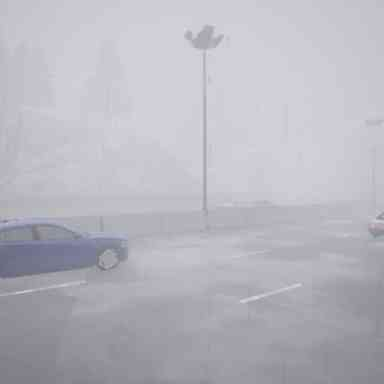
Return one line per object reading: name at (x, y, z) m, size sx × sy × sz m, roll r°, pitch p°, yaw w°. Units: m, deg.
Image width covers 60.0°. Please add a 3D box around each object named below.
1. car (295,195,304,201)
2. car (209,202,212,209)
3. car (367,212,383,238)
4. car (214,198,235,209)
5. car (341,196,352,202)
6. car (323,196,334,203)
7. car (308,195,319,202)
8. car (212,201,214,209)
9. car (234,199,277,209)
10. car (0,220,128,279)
car at (26.198, 1.484, 81.079) m, size 2.128 × 1.511 × 4.902 m, roll 0°, pitch 0°, yaw 24°
car at (4.278, 1.566, 46.042) m, size 1.837 × 1.490 × 4.892 m, roll 0°, pitch 0°, yaw 41°
car at (10.542, 1.592, 16.605) m, size 4.718 × 1.301 × 1.895 m, roll 0°, pitch 0°, yaw -43°
car at (5.033, 1.519, 36.486) m, size 1.882 × 1.535 × 5.008 m, roll 0°, pitch 0°, yaw 43°
car at (31.213, 1.520, 67.018) m, size 1.812 × 1.442 × 4.674 m, roll 0°, pitch 0°, yaw 28°
car at (28.713, 1.519, 69.814) m, size 2.128 × 1.511 × 4.902 m, roll 0°, pitch 0°, yaw 28°
car at (27.497, 1.490, 75.347) m, size 1.882 × 1.535 × 5.008 m, roll 0°, pitch 0°, yaw 26°
car at (5.080, 1.650, 41.648) m, size 1.895 × 1.301 × 4.718 m, roll 0°, pitch 0°, yaw 42°
car at (6.683, 1.535, 33.164) m, size 1.837 × 1.490 × 4.892 m, roll 0°, pitch 0°, yaw 44°
car at (-4.221, 1.508, 9.253) m, size 5.008 × 1.535 × 1.882 m, roll 0°, pitch 0°, yaw -37°
